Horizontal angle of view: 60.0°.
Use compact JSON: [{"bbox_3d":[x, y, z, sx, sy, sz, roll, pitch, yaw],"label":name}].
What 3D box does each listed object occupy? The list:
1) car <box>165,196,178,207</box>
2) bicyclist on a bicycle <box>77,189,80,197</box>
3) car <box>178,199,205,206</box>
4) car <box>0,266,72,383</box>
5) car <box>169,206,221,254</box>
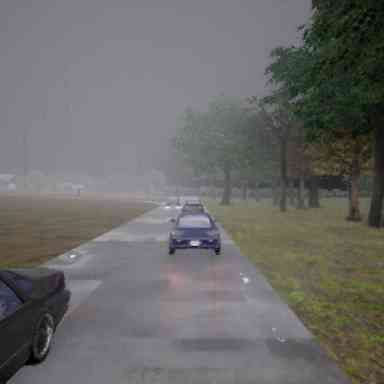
[{"bbox_3d":[-2.763,1.399,49.909,1.812,1.442,4.674,0,0,0],"label":"car"},{"bbox_3d":[-22.660,0.280,66.481,0.582,1.620,1.656,2,0,0],"label":"bicyclist on a bicycle"},{"bbox_3d":[0.093,1.420,29.783,2.128,1.511,4.902,0,0,0],"label":"car"},{"bbox_3d":[-2.851,1.544,3.082,2.033,1.411,5.357,0,0,0],"label":"car"},{"bbox_3d":[0.098,1.503,13.234,1.812,1.442,4.674,0,0,0],"label":"car"}]
